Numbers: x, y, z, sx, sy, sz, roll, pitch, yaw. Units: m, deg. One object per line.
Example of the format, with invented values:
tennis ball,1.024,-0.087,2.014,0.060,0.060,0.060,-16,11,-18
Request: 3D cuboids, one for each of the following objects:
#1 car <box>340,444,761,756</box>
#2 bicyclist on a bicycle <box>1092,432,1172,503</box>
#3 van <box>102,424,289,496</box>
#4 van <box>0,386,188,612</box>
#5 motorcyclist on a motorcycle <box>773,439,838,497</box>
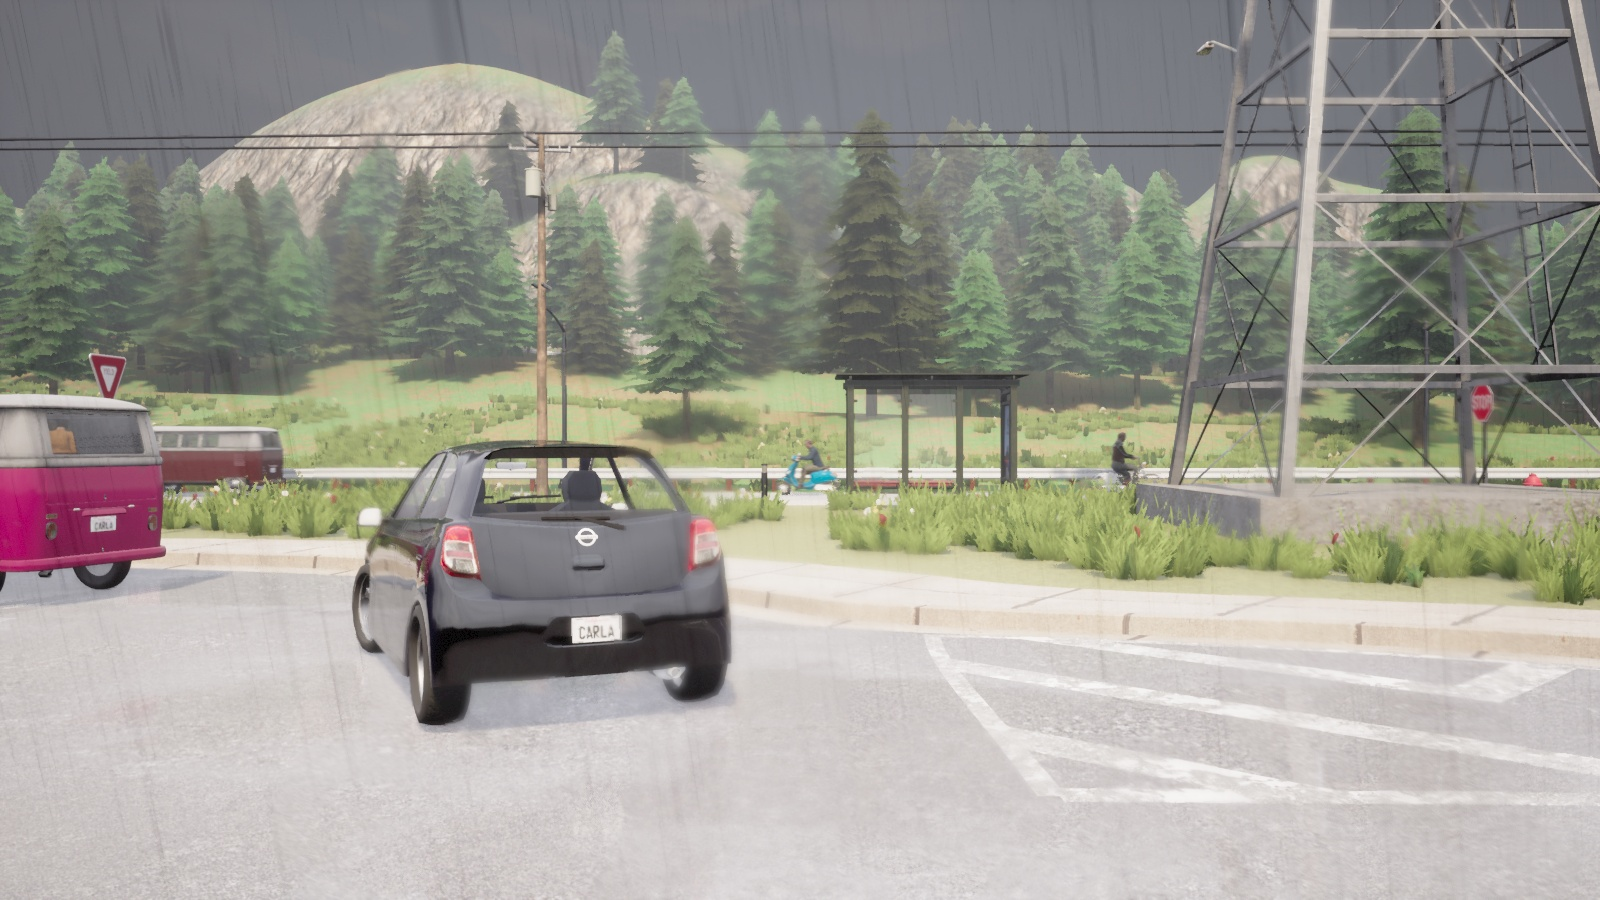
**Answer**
car,-1.817,0.713,8.088,1.845,1.501,3.633,0,0,-25
bicyclist on a bicycle,8.379,0.445,31.707,1.843,1.776,0.659,0,0,1
van,-17.068,0.284,35.605,4.442,1.987,1.775,0,0,1
van,-8.610,0.422,12.534,4.442,1.987,1.775,0,0,16
motorcyclist on a motorcycle,0.155,0.501,35.337,1.817,1.590,0.866,0,0,1
